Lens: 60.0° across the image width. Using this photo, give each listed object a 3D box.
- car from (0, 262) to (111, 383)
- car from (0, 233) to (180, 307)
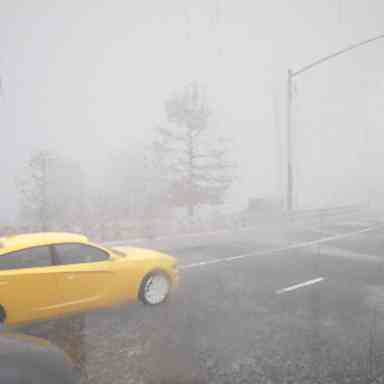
[{"bbox_3d":[-3.009,1.544,1.744,4.674,1.442,1.812,0,0,-34],"label":"car"},{"bbox_3d":[-2.551,1.529,6.406,5.008,1.535,1.882,0,0,-37],"label":"car"}]
